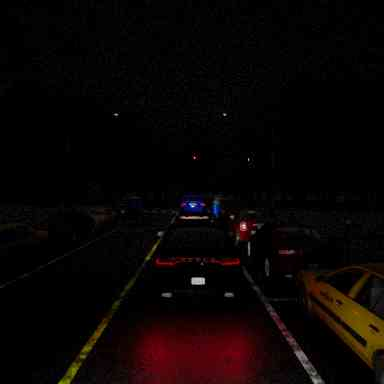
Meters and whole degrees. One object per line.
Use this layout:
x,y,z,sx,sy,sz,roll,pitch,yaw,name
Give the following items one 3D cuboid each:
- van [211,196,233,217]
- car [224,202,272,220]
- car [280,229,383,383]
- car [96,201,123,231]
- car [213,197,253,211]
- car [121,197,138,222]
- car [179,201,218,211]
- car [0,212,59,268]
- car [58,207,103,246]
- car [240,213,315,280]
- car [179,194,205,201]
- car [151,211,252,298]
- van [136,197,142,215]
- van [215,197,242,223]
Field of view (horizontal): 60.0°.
2.754,1.346,31.530,1.690,1.788,3.998,0,0,0,van
2.757,1.441,15.217,1.967,1.590,4.097,0,0,0,car
2.759,1.525,4.512,1.752,1.417,4.829,0,0,0,car
-5.769,1.527,20.483,1.752,1.417,4.829,0,0,0,car
2.756,1.317,20.655,2.192,1.841,5.009,0,0,0,car
-5.770,1.444,26.090,1.967,1.590,4.097,0,0,0,car
0.093,1.493,19.001,2.128,1.511,4.902,0,0,0,car
-5.767,1.526,9.608,1.752,1.417,4.829,0,0,0,car
-5.768,1.567,15.215,1.947,1.339,4.313,0,0,0,car
2.758,1.545,9.779,1.887,1.381,4.507,0,0,0,car
0.018,1.226,29.369,2.150,2.045,5.566,0,0,-2,car
0.093,1.478,8.558,1.882,1.535,5.008,0,0,0,car
-5.771,1.346,31.528,1.690,1.788,3.998,0,0,0,van
2.755,1.345,26.092,1.690,1.788,3.998,0,0,0,van
